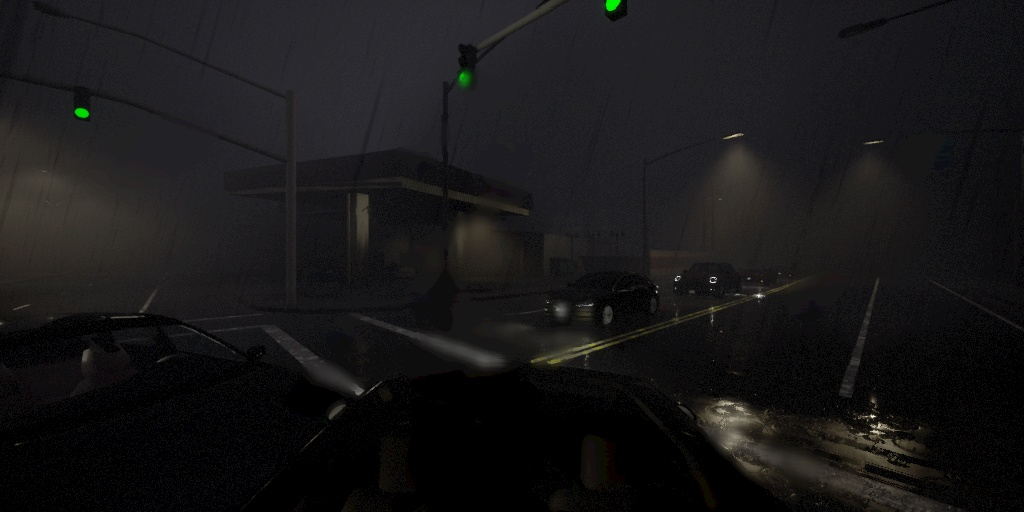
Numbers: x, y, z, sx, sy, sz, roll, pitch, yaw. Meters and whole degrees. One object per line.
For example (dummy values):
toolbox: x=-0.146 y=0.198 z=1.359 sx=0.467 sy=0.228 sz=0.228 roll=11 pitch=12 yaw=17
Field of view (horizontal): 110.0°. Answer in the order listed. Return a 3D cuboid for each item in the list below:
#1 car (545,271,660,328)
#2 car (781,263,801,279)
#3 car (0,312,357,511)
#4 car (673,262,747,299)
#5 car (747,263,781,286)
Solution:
car: x=3.083 y=1.255 z=11.615 sx=4.892 sy=1.490 sz=1.837 roll=0 pitch=0 yaw=-44
car: x=24.343 y=1.314 z=32.057 sx=4.181 sy=1.385 sz=1.994 roll=0 pitch=0 yaw=-44
car: x=-3.375 y=1.242 z=2.708 sx=4.902 sy=1.511 sz=2.128 roll=0 pitch=0 yaw=16
car: x=10.041 y=1.102 z=18.340 sx=4.553 sy=1.767 sz=2.097 roll=0 pitch=0 yaw=-44
car: x=17.087 y=1.314 z=25.129 sx=4.181 sy=1.385 sz=1.994 roll=0 pitch=0 yaw=-45
